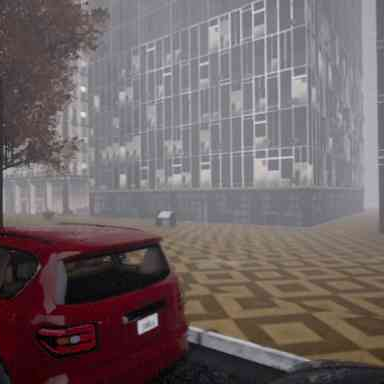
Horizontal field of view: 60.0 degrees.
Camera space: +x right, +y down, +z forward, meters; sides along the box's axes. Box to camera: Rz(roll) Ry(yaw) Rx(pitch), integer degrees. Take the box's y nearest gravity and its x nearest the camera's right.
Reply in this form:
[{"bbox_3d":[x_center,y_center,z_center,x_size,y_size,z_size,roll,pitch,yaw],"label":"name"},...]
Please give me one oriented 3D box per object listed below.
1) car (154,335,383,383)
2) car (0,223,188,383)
[{"bbox_3d":[2.131,1.554,1.355,4.313,1.339,1.947,-1,-1,36],"label":"car"},{"bbox_3d":[-2.365,1.368,4.567,5.009,1.841,2.192,-1,-1,36],"label":"car"}]
